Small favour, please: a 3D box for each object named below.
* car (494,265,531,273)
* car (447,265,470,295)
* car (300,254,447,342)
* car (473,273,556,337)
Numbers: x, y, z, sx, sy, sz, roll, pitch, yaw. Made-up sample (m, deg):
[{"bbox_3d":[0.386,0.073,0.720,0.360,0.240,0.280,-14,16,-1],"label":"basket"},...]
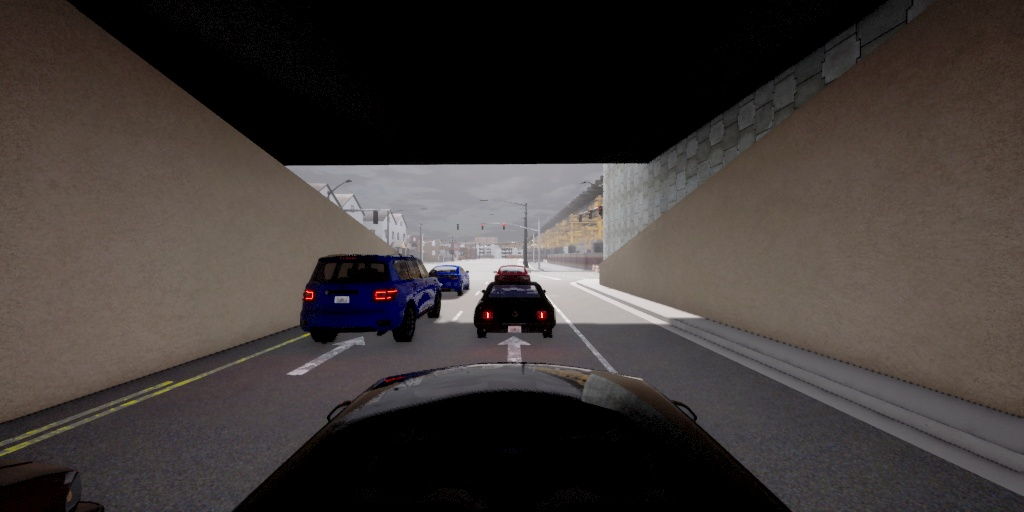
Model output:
[{"bbox_3d":[0.011,1.228,19.576,1.882,1.535,5.008,0,0,0],"label":"car"},{"bbox_3d":[-3.490,1.228,19.827,1.882,1.535,5.008,0,0,0],"label":"car"},{"bbox_3d":[-3.439,0.971,9.889,2.150,2.045,5.566,0,0,0],"label":"car"},{"bbox_3d":[0.056,1.351,10.240,1.895,1.301,4.718,0,0,0],"label":"car"}]
